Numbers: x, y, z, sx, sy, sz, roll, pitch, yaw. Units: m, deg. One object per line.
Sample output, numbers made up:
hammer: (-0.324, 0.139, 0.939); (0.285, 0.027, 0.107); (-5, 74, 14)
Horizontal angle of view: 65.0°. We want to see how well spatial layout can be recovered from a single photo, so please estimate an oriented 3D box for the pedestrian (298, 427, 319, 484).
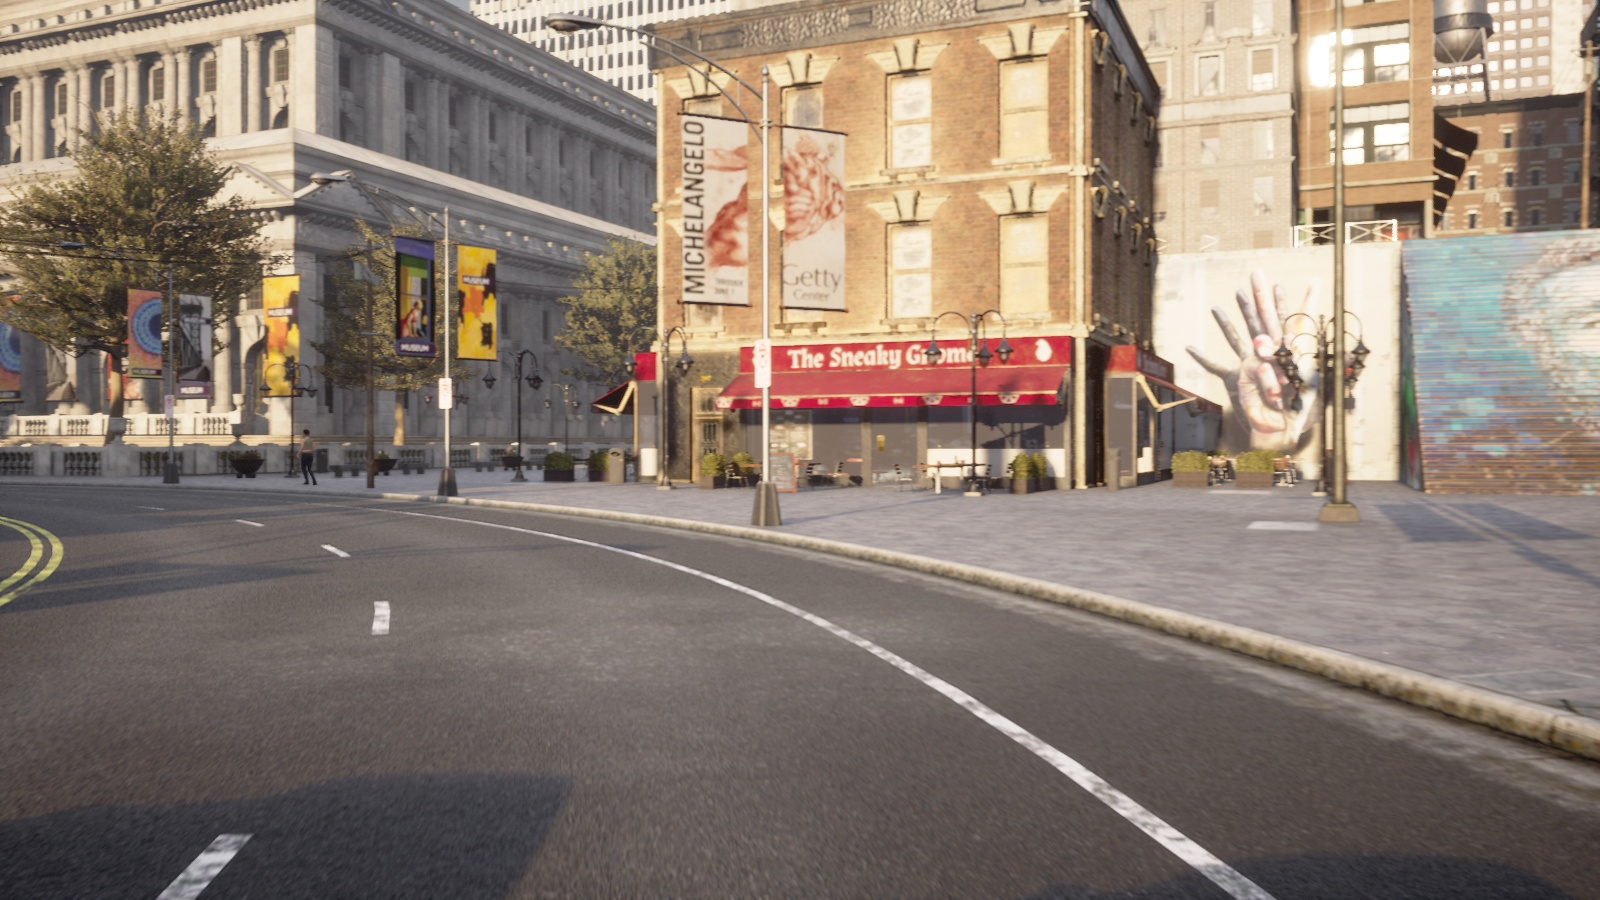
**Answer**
pedestrian: (-15.821, 0.181, 40.429); (0.594, 1.836, 0.345); (0, 0, 30)
